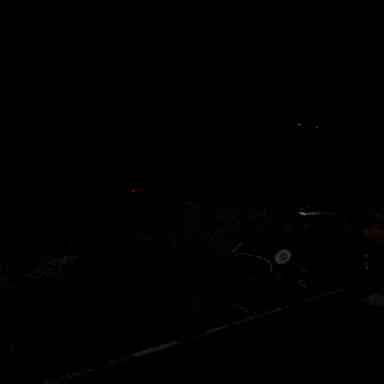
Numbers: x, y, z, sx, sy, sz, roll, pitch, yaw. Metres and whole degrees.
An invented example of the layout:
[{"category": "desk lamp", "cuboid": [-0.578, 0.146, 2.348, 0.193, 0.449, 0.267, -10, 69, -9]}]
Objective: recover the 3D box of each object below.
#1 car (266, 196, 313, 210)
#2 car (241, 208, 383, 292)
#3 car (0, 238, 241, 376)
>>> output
[{"category": "car", "cuboid": [8.642, 1.038, 29.819, 1.994, 1.385, 4.181, -1, 1, -36]}, {"category": "car", "cuboid": [2.903, 1.389, 8.711, 4.097, 1.590, 1.967, 0, 0, -35]}, {"category": "car", "cuboid": [-1.543, 1.532, 5.548, 4.507, 1.381, 1.887, -1, 0, -35]}]
